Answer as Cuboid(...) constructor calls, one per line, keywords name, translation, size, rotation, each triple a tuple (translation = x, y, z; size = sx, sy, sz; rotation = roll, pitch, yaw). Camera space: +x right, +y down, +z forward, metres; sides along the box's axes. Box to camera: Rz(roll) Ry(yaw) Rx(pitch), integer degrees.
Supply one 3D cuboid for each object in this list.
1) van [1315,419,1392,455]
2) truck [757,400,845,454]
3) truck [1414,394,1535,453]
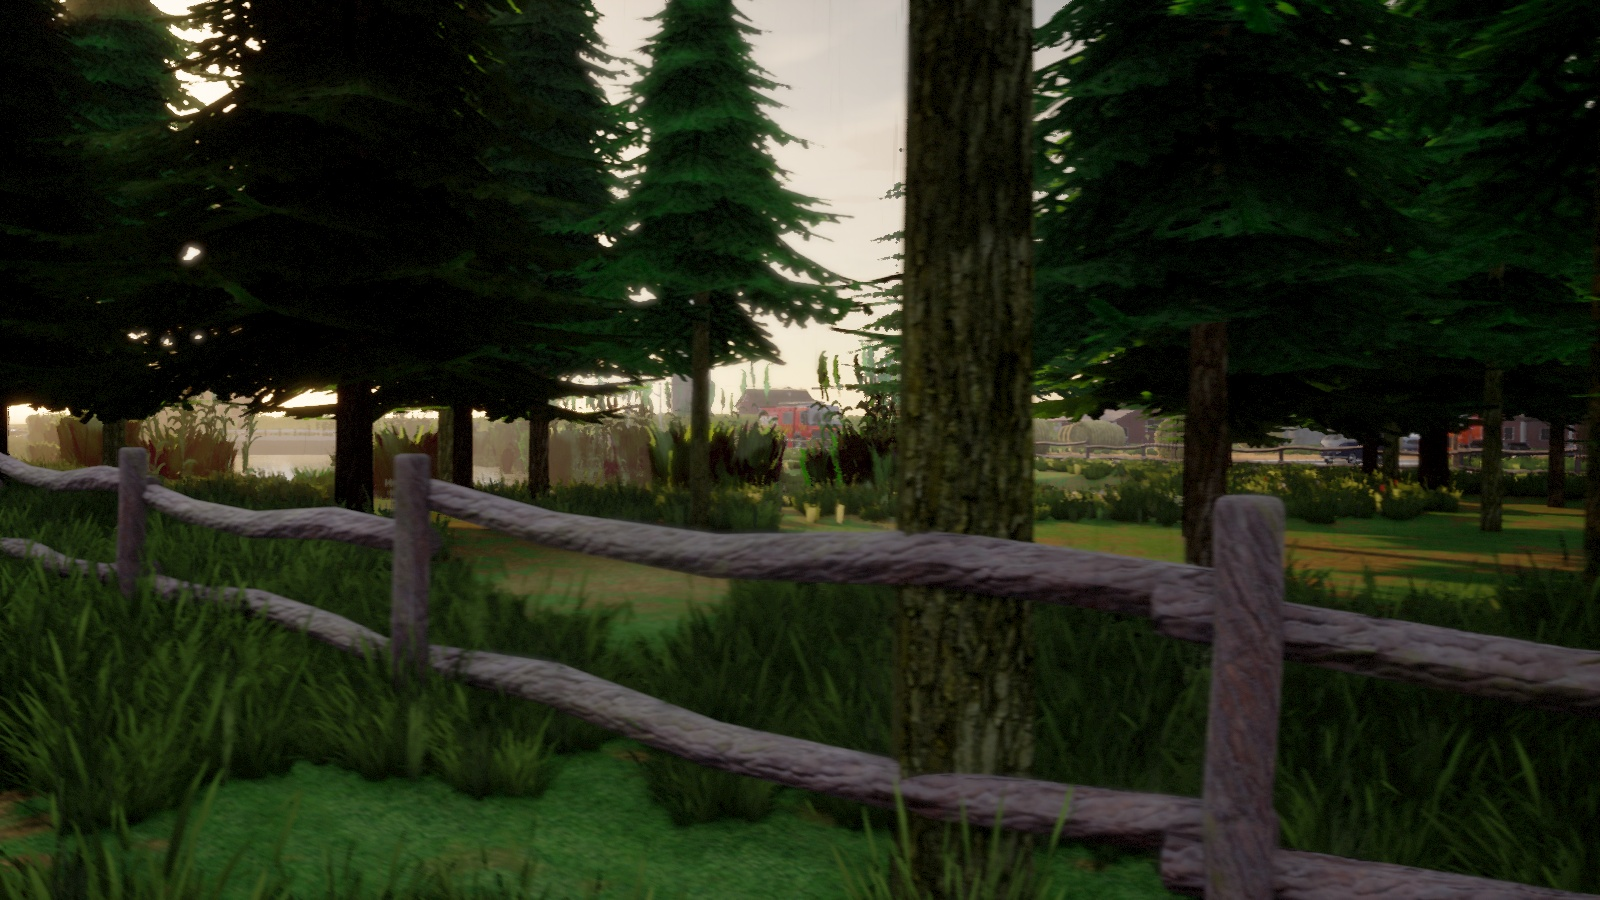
Cuboid(name="van", translation=(31.567, -0.742, 71.563), size=(4.442, 1.987, 1.775), rotation=(-1, 1, -31))
Cuboid(name="truck", translation=(-0.006, -1.711, 93.754), size=(2.891, 3.827, 8.468), rotation=(-1, 1, -28))
Cuboid(name="truck", translation=(41.729, -1.647, 77.567), size=(7.936, 3.462, 2.891), rotation=(-1, 1, -31))
